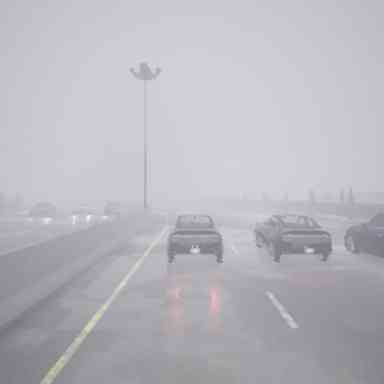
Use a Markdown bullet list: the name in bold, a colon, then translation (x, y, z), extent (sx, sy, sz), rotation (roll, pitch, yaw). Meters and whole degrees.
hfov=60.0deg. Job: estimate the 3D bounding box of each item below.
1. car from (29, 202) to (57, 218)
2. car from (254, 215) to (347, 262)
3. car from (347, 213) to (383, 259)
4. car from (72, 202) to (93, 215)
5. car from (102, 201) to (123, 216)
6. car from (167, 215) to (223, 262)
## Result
- **car**: translation (-15.389, 1.809, 34.557), extent (1.837, 1.490, 4.892), rotation (0, -1, -10)
- **car**: translation (3.603, 1.603, 12.630), extent (2.128, 1.511, 4.902), rotation (0, -1, 0)
- **car**: translation (7.101, 1.453, 11.344), extent (2.097, 1.767, 4.553), rotation (0, -1, 0)
- **car**: translation (-12.568, 1.863, 38.436), extent (1.812, 1.442, 4.674), rotation (0, -1, -12)
- **car**: translation (-8.635, 1.826, 36.515), extent (1.837, 1.490, 4.892), rotation (0, -1, -10)
- **car**: translation (0.104, 1.603, 12.618), extent (2.128, 1.511, 4.902), rotation (0, -1, 0)
